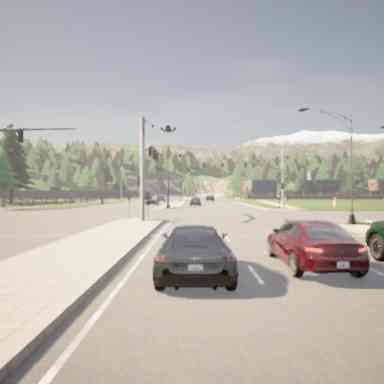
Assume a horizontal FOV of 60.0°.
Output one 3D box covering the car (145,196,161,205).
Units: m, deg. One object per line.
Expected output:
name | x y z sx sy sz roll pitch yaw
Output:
car | -7.379 1.779 61.225 1.895 1.301 4.718 0 0 1

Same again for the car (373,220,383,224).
car | 7.064 1.249 9.163 2.150 2.045 5.566 0 0 0

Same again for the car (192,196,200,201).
car | 0.999 1.671 83.583 1.895 1.301 4.718 0 0 1

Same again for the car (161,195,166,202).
car | -7.105 1.588 76.956 1.837 1.490 4.892 0 0 1

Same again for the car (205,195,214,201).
car | 4.498 1.431 83.472 2.097 1.767 4.553 0 0 1

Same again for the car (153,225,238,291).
car | 0.071 1.591 9.125 1.994 1.385 4.181 0 0 0

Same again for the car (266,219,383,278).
car | 3.571 1.555 10.121 1.812 1.442 4.674 0 0 0

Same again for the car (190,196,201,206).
car | 0.604 1.733 58.127 1.994 1.385 4.181 0 0 1
